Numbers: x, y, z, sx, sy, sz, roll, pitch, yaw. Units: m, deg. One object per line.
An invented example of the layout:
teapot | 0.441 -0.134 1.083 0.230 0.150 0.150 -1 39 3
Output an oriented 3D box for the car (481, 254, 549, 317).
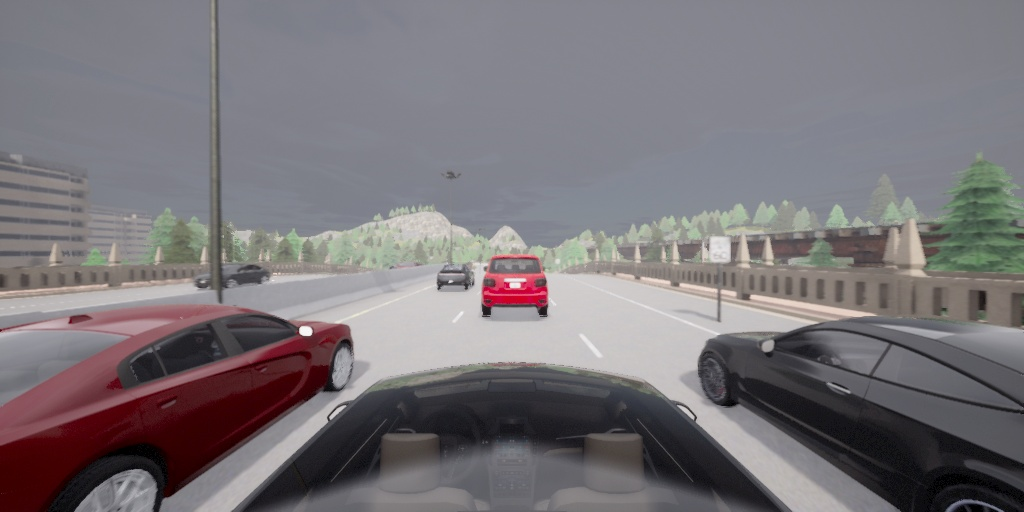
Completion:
car | 0.095 0.964 13.352 2.150 2.045 5.566 0 0 0

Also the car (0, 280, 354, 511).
car | -3.414 1.227 3.661 1.882 1.535 5.008 0 0 0

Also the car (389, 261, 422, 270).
car | -10.606 1.256 36.910 1.882 1.535 5.008 0 -1 0

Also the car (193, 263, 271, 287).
car | -17.606 1.244 22.851 1.837 1.490 4.892 0 0 0

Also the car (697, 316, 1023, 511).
car | 3.583 1.274 3.252 1.812 1.442 4.674 0 0 0

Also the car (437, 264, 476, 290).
car | -3.408 1.228 22.369 2.128 1.511 4.902 0 0 0

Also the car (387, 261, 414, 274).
car | -14.101 1.568 45.766 1.882 1.535 5.008 0 -3 0
